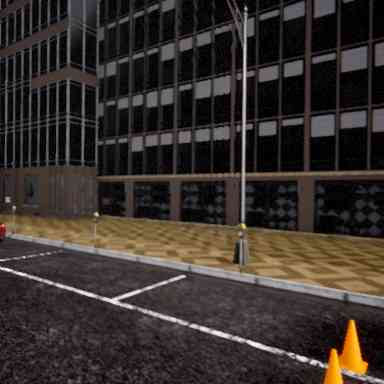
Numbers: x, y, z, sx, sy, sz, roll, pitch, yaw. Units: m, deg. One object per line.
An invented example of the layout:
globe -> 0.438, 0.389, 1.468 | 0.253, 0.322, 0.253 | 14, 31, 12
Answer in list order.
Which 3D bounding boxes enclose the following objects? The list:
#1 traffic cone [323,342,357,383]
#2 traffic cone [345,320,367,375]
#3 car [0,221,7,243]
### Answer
traffic cone -> 1.492, 1.957, 3.513 | 0.340, 0.580, 0.340 | 1, 0, 35
traffic cone -> 2.072, 1.960, 4.327 | 0.340, 0.580, 0.340 | 1, 0, 35
car -> -9.125, 1.392, 13.491 | 4.206, 1.307, 1.802 | 1, 0, 35
